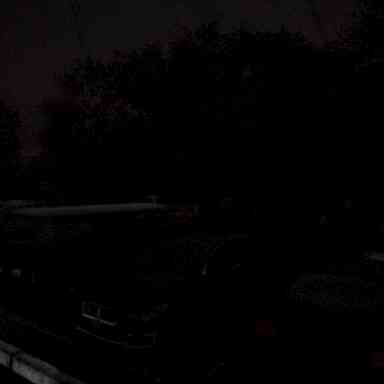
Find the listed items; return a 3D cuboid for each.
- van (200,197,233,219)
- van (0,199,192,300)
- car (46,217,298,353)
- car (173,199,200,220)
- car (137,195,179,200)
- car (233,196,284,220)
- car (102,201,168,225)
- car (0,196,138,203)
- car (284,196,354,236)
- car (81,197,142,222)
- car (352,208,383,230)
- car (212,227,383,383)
[{"bbox_3d":[2.653,1.290,20.823,1.878,1.987,4.442,0,0,35],"label":"van"},{"bbox_3d":[-2.121,1.295,8.189,1.878,1.987,4.442,0,0,35],"label":"van"},{"bbox_3d":[0.111,1.520,6.483,2.231,1.521,4.892,0,0,35],"label":"car"},{"bbox_3d":[0.424,1.508,22.476,1.946,1.575,5.366,0,0,35],"label":"car"},{"bbox_3d":[-1.937,1.254,23.945,2.435,2.045,5.566,0,0,35],"label":"car"},{"bbox_3d":[4.873,1.270,19.153,2.435,2.045,5.566,0,0,35],"label":"car"},{"bbox_3d":[-4.240,1.530,25.495,2.163,1.488,4.792,0,0,35],"label":"car"},{"bbox_3d":[-4.495,1.264,9.682,2.435,2.045,5.566,0,0,35],"label":"car"},{"bbox_3d":[7.111,1.270,17.508,2.435,2.045,5.566,0,0,35],"label":"car"},{"bbox_3d":[-6.477,1.370,27.142,2.185,1.767,4.553,0,0,35],"label":"car"},{"bbox_3d":[9.413,1.549,15.958,2.163,1.488,4.792,0,0,35],"label":"car"},{"bbox_3d":[2.399,1.558,4.862,2.002,1.452,4.674,0,0,35],"label":"car"}]
